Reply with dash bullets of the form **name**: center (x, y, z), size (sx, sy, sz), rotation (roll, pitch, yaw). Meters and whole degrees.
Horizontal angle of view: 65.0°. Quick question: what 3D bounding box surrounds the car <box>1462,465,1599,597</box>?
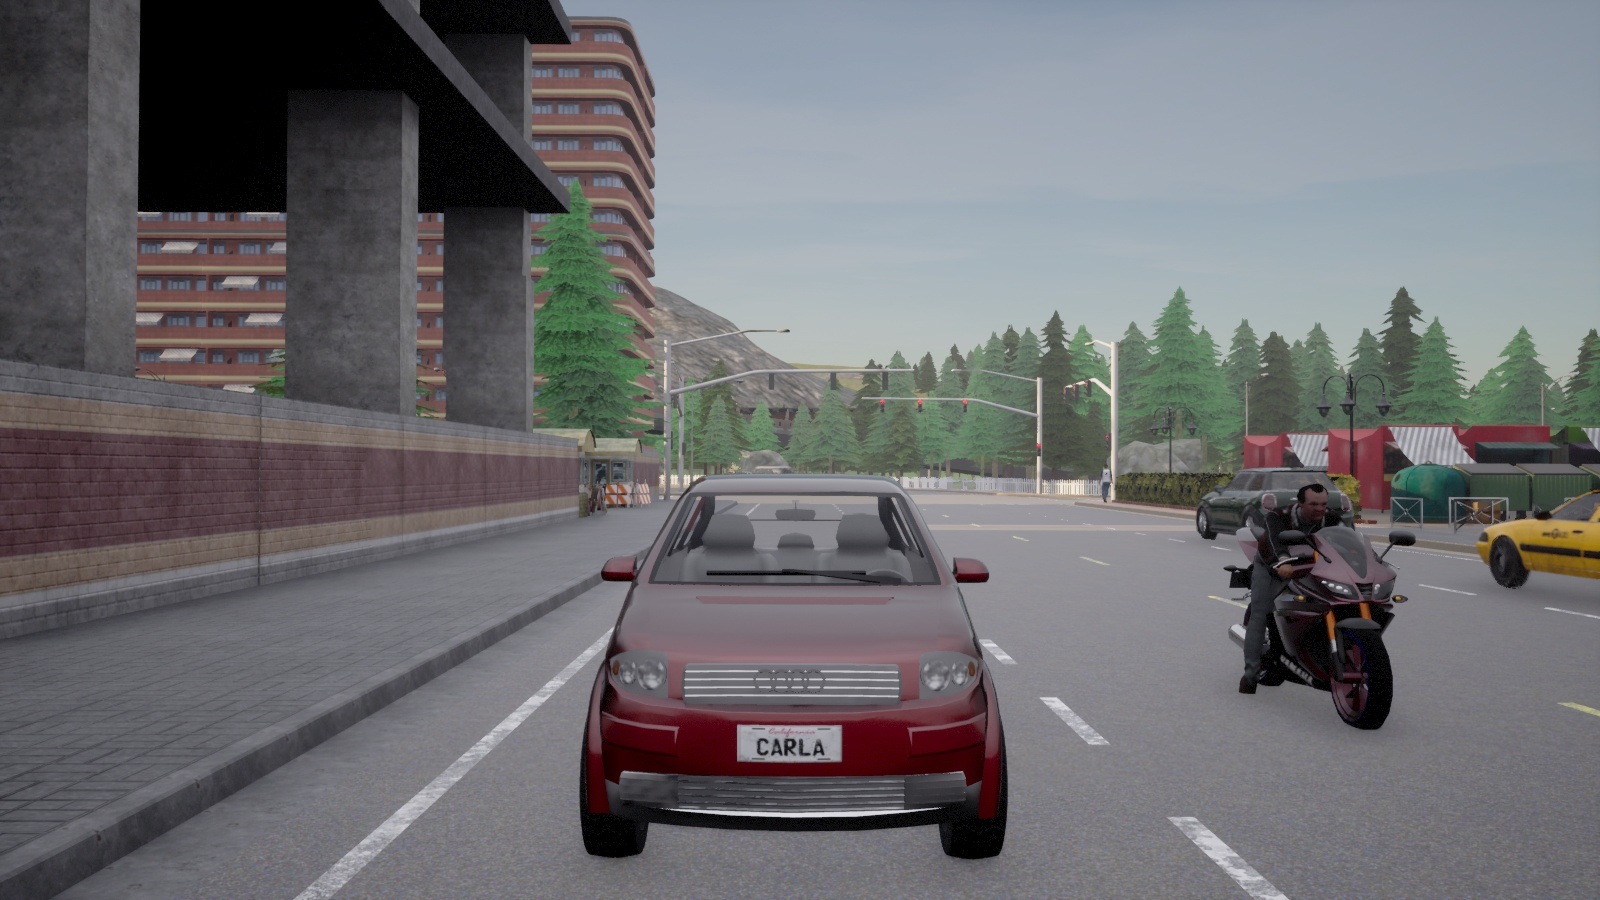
- **car**: center (10.457, 0.970, 15.405), size (1.801, 1.575, 5.366), rotation (0, -1, 0)

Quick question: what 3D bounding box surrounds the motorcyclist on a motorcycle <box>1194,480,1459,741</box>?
- **motorcyclist on a motorcycle**: center (3.476, 0.979, 8.565), size (0.866, 1.530, 2.191), rotation (0, -1, 0)

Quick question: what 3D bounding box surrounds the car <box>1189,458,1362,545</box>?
- **car**: center (10.423, 1.100, 27.955), size (2.097, 1.767, 4.553), rotation (0, -1, 0)

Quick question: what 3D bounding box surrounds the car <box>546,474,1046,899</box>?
- **car**: center (-0.016, 0.900, 6.363), size (1.789, 1.549, 3.705), rotation (0, -1, 0)

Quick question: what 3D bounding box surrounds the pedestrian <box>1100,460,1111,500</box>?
- **pedestrian**: center (13.994, 1.376, 57.496), size (0.354, 1.836, 0.706), rotation (0, -1, 3)
